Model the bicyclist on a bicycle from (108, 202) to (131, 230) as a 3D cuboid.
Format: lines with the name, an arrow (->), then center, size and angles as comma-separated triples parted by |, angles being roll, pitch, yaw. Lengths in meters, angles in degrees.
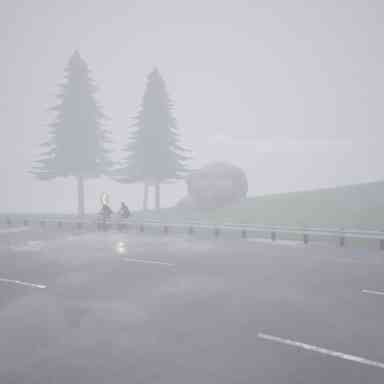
bicyclist on a bicycle -> -3.963, 1.432, 19.322 | 0.582, 1.620, 1.656 | 0, -6, 23

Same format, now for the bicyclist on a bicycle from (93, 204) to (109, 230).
bicyclist on a bicycle -> -5.142, 1.419, 19.708 | 0.582, 1.620, 1.656 | 0, -4, 36
